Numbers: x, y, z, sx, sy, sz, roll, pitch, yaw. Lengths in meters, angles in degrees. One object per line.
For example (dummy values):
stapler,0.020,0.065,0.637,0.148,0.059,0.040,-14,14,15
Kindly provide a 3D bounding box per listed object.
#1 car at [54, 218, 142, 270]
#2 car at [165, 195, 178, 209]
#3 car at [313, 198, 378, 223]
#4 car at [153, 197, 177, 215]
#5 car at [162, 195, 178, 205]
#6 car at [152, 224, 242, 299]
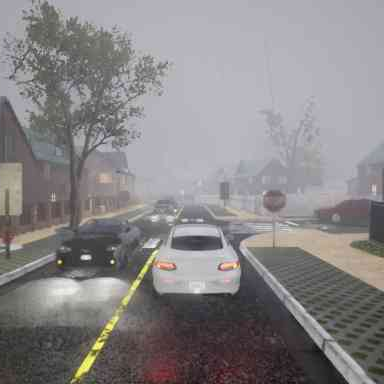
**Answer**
car,-2.836,1.560,10.882,1.994,1.385,4.181,0,0,0
car,-2.894,1.531,44.775,1.994,1.385,4.181,0,0,-1
car,10.609,1.181,21.987,5.008,1.535,1.882,-1,0,-3
car,-2.818,1.503,33.333,1.812,1.442,4.674,0,0,0
car,-3.935,1.360,58.454,2.097,1.767,4.553,0,0,-13
car,0.107,1.523,8.300,1.812,1.442,4.674,0,0,0
